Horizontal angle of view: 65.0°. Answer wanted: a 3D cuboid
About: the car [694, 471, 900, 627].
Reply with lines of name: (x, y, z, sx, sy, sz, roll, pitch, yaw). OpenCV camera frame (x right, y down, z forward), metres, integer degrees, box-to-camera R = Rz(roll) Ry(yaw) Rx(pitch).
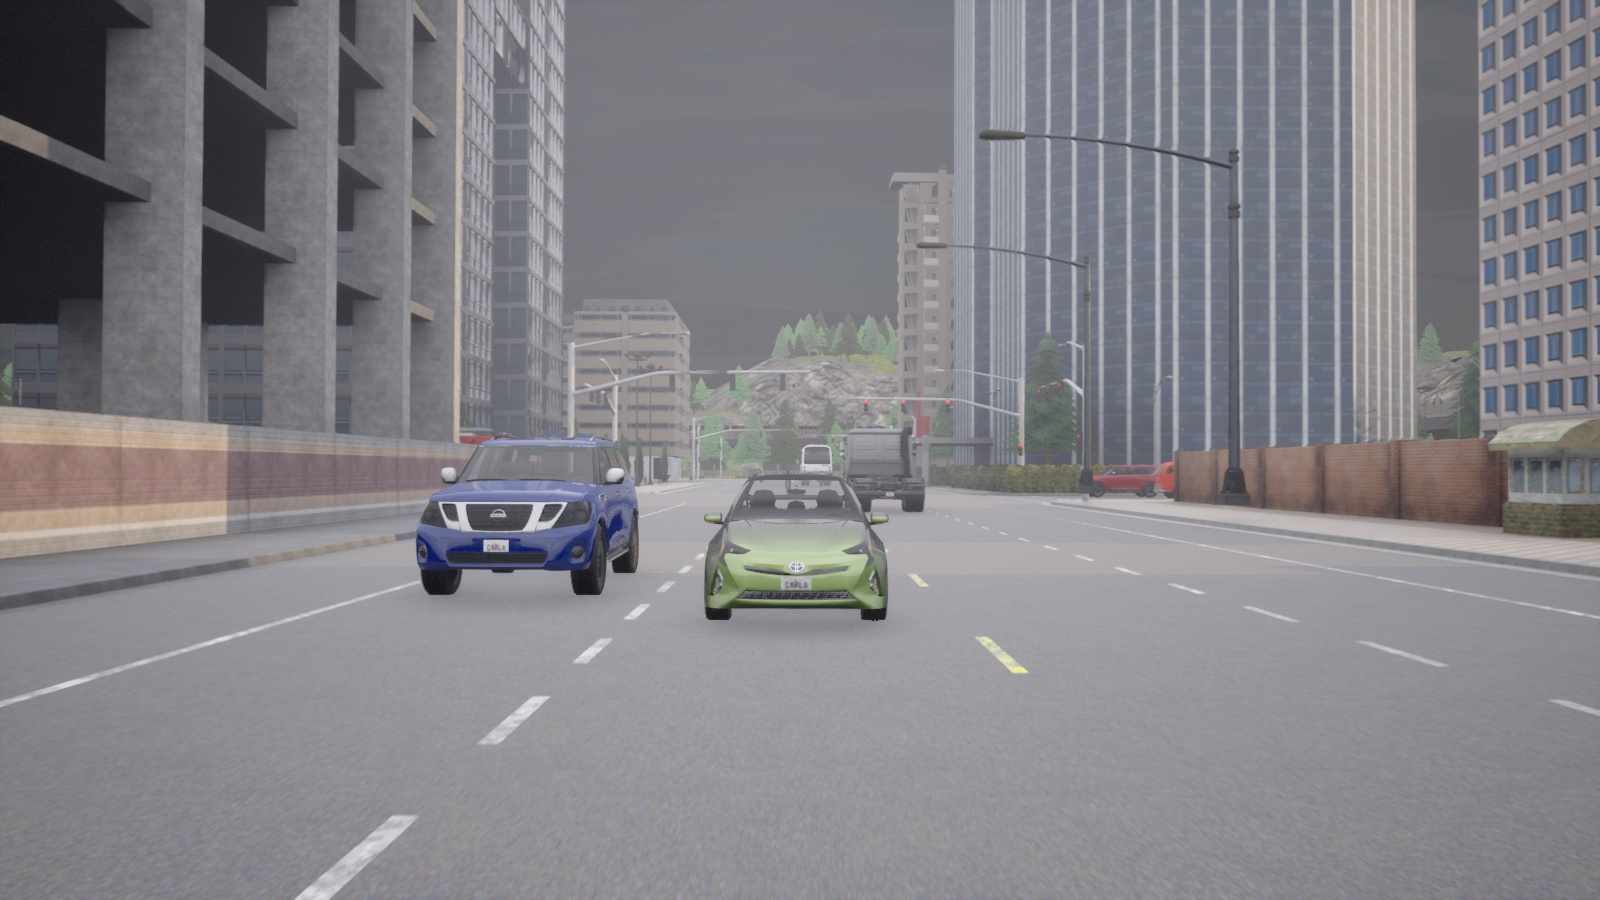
car: (-0.035, 1.006, 14.567, 2.007, 1.525, 4.514, 0, -1, 0)

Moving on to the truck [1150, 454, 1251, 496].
truck: (23.956, 1.493, 75.244, 5.204, 2.467, 2.627, 0, -1, -1)

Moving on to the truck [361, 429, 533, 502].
truck: (-18.955, 0.860, 67.752, 8.468, 3.827, 2.891, 0, -1, -1)

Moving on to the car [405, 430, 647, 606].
car: (-3.542, 0.840, 17.437, 2.150, 2.045, 5.566, 0, -1, 0)

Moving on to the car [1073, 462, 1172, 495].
car: (20.169, 1.771, 78.697, 5.566, 2.045, 2.150, 0, -1, -1)

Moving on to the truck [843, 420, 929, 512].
truck: (3.374, 0.677, 51.207, 2.891, 3.462, 7.936, 0, -1, 0)
